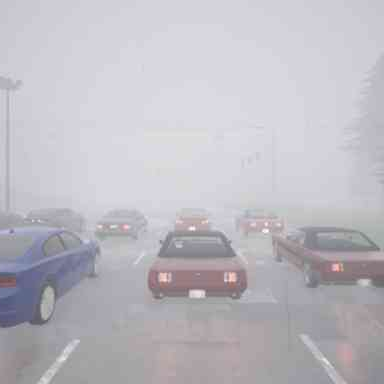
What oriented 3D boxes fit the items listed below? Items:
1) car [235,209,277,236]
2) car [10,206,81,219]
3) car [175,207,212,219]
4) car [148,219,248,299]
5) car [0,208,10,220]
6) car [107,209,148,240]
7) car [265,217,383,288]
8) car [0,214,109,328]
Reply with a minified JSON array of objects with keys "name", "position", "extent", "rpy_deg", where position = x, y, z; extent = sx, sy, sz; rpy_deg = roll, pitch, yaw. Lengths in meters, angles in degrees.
[{"name":"car","position":[3.542,1.600,18.336],"extent":[1.895,1.301,4.718],"rpy_deg":[0,0,-1]},{"name":"car","position":[-6.935,1.504,16.975],"extent":[1.837,1.490,4.892],"rpy_deg":[0,0,0]},{"name":"car","position":[0.053,1.525,17.479],"extent":[1.812,1.442,4.674],"rpy_deg":[0,0,1]},{"name":"car","position":[0.091,1.600,8.376],"extent":[1.895,1.301,4.718],"rpy_deg":[0,0,0]},{"name":"car","position":[-10.436,1.491,16.959],"extent":[2.128,1.511,4.902],"rpy_deg":[0,0,0]},{"name":"car","position":[-3.429,1.547,16.929],"extent":[2.033,1.411,5.357],"rpy_deg":[0,0,0]},{"name":"car","position":[3.592,1.600,9.168],"extent":[1.895,1.301,4.718],"rpy_deg":[0,0,0]},{"name":"car","position":[-3.407,1.477,7.118],"extent":[1.882,1.535,5.008],"rpy_deg":[0,0,0]}]
